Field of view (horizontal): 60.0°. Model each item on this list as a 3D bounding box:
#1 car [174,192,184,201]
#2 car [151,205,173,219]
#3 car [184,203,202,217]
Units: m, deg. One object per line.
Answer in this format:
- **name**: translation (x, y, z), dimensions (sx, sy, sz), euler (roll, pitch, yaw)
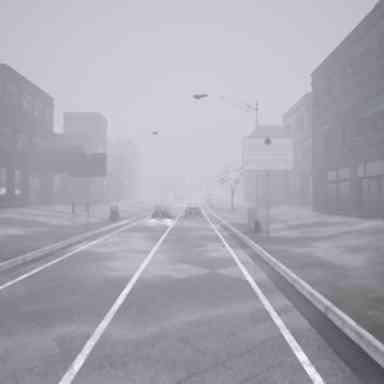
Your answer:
- **car**: translation (-2.931, 0.997, 75.506), dimensions (2.150, 2.045, 5.566), euler (0, 2, 0)
- **car**: translation (-3.066, 1.998, 34.340), dimensions (1.895, 1.301, 4.718), euler (0, -1, 0)
- **car**: translation (0.132, 1.979, 37.316), dimensions (1.812, 1.442, 4.674), euler (0, -1, 0)
